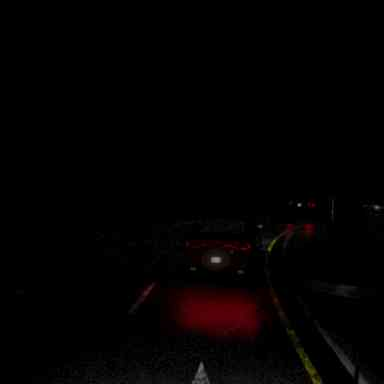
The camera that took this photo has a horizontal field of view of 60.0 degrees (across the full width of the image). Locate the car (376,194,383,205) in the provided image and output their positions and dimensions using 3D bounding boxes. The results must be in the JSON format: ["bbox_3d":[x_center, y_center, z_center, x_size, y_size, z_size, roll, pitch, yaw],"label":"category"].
[{"bbox_3d":[26.287,0.947,44.319,4.892,1.490,1.837,-2,2,-38],"label":"car"}]

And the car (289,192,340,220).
[{"bbox_3d":[9.545,0.980,25.432,5.566,2.045,2.150,-1,1,-44],"label":"car"}]

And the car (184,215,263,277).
[{"bbox_3d":[1.136,1.433,10.329,1.882,1.535,5.008,0,1,13],"label":"car"}]
